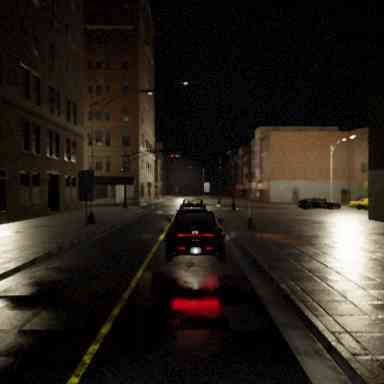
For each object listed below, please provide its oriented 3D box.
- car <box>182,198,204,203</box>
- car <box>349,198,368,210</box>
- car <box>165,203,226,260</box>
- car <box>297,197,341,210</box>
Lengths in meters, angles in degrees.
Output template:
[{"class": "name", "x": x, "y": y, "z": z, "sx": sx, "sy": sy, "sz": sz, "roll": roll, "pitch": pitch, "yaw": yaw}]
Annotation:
[{"class": "car", "x": 0.090, "y": 1.179, "z": 22.844, "sx": 2.128, "sy": 1.511, "sz": 4.902, "roll": 0, "pitch": 1, "yaw": 2}, {"class": "car", "x": 19.014, "y": 1.228, "z": 34.735, "sx": 4.829, "sy": 1.417, "sz": 1.752, "roll": 0, "pitch": 0, "yaw": 0}, {"class": "car", "x": 0.099, "y": 1.345, "z": 11.660, "sx": 1.837, "sy": 1.490, "sz": 4.892, "roll": 0, "pitch": 1, "yaw": 0}, {"class": "car", "x": 13.221, "y": 1.224, "z": 34.722, "sx": 4.313, "sy": 1.339, "sz": 1.947, "roll": 0, "pitch": 0, "yaw": 0}]
